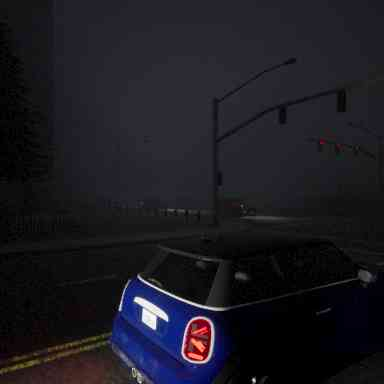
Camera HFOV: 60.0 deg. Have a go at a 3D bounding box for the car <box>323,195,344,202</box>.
[{"bbox_3d":[31.599,1.364,74.179,1.784,1.438,3.905,0,0,-36],"label":"car"}]

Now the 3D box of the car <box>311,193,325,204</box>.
[{"bbox_3d":[29.203,1.153,72.551,1.932,1.855,4.605,0,0,-36],"label":"car"}]

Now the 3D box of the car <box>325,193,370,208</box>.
[{"bbox_3d":[21.034,1.153,45.243,1.932,1.855,4.605,0,0,-36],"label":"car"}]

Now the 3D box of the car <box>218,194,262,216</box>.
[{"bbox_3d":[4.198,1.353,32.430,2.097,1.767,4.553,0,0,-36],"label":"car"}]

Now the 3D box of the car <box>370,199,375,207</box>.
[{"bbox_3d":[23.422,1.156,46.878,1.905,1.878,3.866,0,0,-36],"label":"car"}]

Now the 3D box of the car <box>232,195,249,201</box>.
[{"bbox_3d":[11.429,1.395,78.321,1.970,1.475,3.806,0,0,-36],"label":"car"}]

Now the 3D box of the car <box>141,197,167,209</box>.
[{"bbox_3d":[-5.222,1.491,45.565,2.128,1.511,4.902,0,0,-36],"label":"car"}]

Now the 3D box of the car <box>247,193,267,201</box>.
[{"bbox_3d":[15.943,1.153,81.598,1.932,1.855,4.605,0,0,-36],"label":"car"}]

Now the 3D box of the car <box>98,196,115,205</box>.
[{"bbox_3d":[-15.436,1.528,59.960,2.128,1.511,4.902,0,0,-36],"label":"car"}]

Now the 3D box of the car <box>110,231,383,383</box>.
[{"bbox_3d":[1.288,1.352,4.718,4.553,1.767,2.097,0,0,-35],"label":"car"}]

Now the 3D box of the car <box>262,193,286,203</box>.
[{"bbox_3d":[15.492,1.395,62.674,1.970,1.475,3.806,0,0,-36],"label":"car"}]
